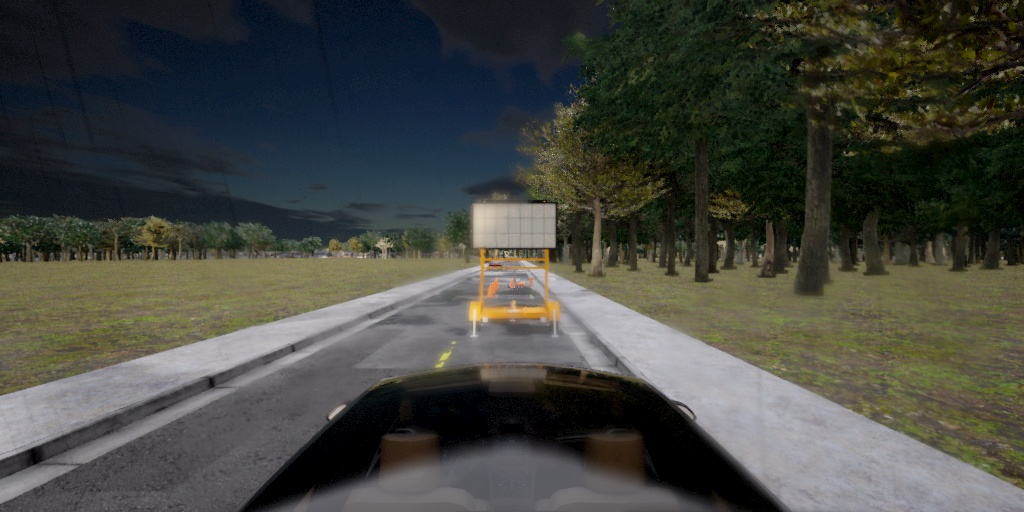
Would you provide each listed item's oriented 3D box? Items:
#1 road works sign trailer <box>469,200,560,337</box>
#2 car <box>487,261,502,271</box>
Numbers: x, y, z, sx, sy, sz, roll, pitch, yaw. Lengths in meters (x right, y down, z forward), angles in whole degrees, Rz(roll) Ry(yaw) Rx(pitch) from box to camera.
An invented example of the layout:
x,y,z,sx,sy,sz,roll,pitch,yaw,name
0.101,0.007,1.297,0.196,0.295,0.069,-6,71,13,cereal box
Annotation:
x,y,z,sx,sy,sz,roll,pitch,yaw,name
0.074,0.214,10.245,2.380,3.560,2.880,0,0,0,road works sign trailer
-2.378,1.350,48.871,1.895,1.301,4.718,0,0,0,car
